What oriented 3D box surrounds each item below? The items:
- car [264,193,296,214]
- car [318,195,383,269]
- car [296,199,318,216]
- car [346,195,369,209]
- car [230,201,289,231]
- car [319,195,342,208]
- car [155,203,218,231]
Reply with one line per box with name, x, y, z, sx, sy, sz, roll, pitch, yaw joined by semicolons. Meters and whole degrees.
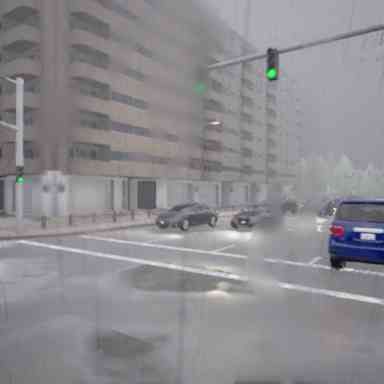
car;8.451;1.142;32.238;2.150;2.045;5.566;0;0;36
car;5.834;1.187;10.348;2.150;2.045;5.566;0;0;35
car;11.442;1.434;30.399;1.837;1.490;4.892;0;2;36
car;22.964;1.293;46.082;2.097;1.767;4.553;0;0;36
car;3.998;1.501;20.068;1.994;1.385;4.181;0;0;35
car;20.133;1.301;48.140;2.097;1.767;4.553;0;0;36
car;-0.224;1.427;20.158;1.837;1.490;4.892;0;0;35
